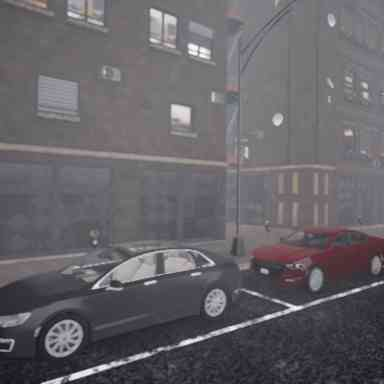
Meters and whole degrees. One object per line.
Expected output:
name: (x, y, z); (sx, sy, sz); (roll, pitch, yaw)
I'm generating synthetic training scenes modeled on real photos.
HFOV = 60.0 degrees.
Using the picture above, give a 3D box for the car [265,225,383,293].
car: (3.529, 1.628, 9.075); (4.507, 1.381, 1.887); (1, 0, -35)

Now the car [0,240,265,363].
car: (-1.060, 1.576, 5.802); (4.403, 1.369, 2.008); (1, 0, -35)
